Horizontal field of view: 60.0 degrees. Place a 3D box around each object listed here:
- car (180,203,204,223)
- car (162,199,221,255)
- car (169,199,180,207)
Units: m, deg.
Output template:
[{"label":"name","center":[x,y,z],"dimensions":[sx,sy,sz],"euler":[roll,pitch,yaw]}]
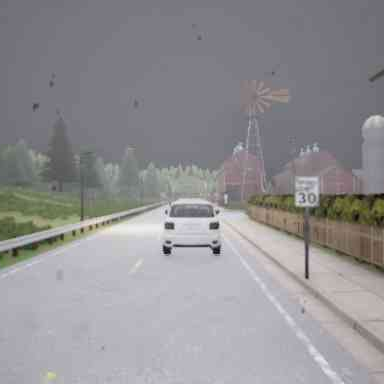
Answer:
[{"label":"car","center":[0.072,1.780,29.289],"dimensions":[1.837,1.490,4.892],"euler":[0,0,3]},{"label":"car","center":[-0.003,1.348,14.032],"dimensions":[2.150,2.045,5.566],"euler":[0,0,0]},{"label":"car","center":[-3.521,2.131,66.728],"dimensions":[1.837,1.490,4.892],"euler":[0,-1,0]}]
